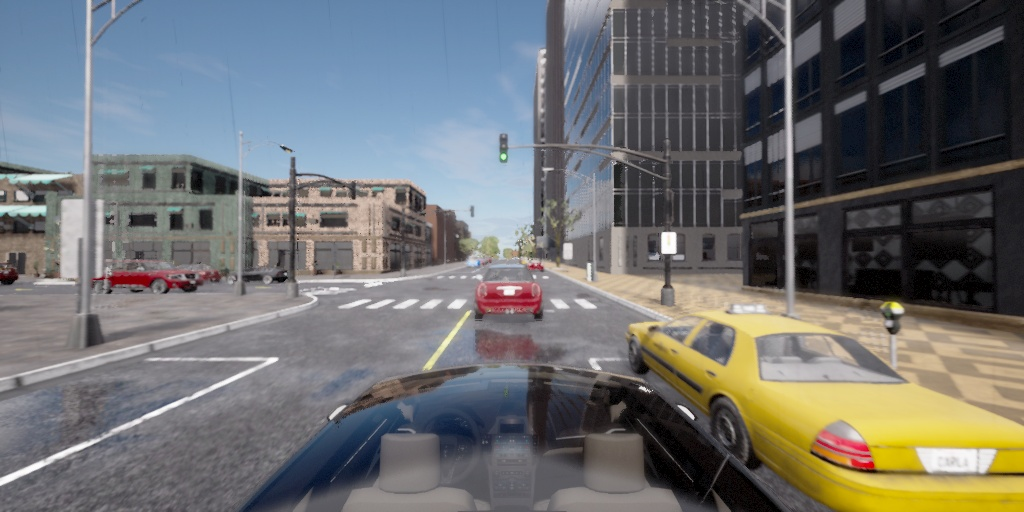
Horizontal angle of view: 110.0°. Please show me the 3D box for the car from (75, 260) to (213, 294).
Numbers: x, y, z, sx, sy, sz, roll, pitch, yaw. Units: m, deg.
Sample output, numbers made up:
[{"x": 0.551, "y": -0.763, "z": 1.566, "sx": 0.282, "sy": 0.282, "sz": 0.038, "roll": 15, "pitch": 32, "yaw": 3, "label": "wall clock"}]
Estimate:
[{"x": -19.511, "y": 1.102, "z": 19.145, "sx": 5.009, "sy": 1.841, "sz": 2.192, "roll": 0, "pitch": 0, "yaw": 1, "label": "car"}]

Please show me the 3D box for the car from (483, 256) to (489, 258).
[{"x": -5.661, "y": 1.085, "z": 64.544, "sx": 1.802, "sy": 1.307, "sz": 4.207, "roll": 0, "pitch": 0, "yaw": 0, "label": "car"}]

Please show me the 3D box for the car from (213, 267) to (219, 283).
[{"x": -24.948, "y": 1.376, "z": 27.598, "sx": 4.097, "sy": 1.591, "sz": 1.967, "roll": 0, "pitch": 0, "yaw": 1, "label": "car"}]

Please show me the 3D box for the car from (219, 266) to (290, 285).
[{"x": -19.400, "y": 1.449, "z": 27.524, "sx": 4.313, "sy": 1.339, "sz": 1.948, "roll": 0, "pitch": 0, "yaw": 1, "label": "car"}]

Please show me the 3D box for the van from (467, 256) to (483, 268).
[{"x": -5.667, "y": 0.887, "z": 53.476, "sx": 1.690, "sy": 1.789, "sz": 3.998, "roll": 0, "pitch": 0, "yaw": 0, "label": "van"}]

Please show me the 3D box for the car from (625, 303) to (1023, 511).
[{"x": 2.829, "y": 1.265, "z": 4.611, "sx": 1.751, "sy": 1.417, "sz": 4.829, "roll": 0, "pitch": 0, "yaw": 0, "label": "car"}]

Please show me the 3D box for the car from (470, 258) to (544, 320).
[{"x": -0.189, "y": 1.059, "z": 12.527, "sx": 2.097, "sy": 1.767, "sz": 4.553, "roll": 0, "pitch": 0, "yaw": -3, "label": "car"}]

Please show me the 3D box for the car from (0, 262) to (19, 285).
[{"x": -41.591, "y": 1.408, "z": 27.818, "sx": 5.009, "sy": 1.841, "sz": 2.192, "roll": 0, "pitch": 0, "yaw": 1, "label": "car"}]
